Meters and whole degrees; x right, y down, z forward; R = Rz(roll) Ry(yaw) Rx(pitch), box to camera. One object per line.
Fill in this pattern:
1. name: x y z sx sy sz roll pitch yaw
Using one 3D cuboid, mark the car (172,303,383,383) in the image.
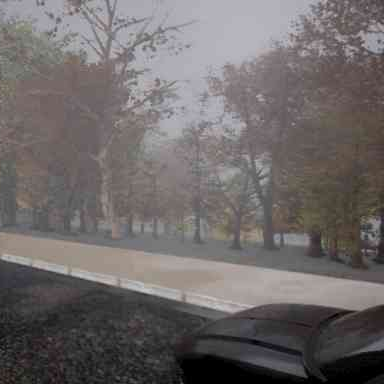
1. car: 2.100 1.475 2.187 5.008 1.535 1.882 0 0 35
